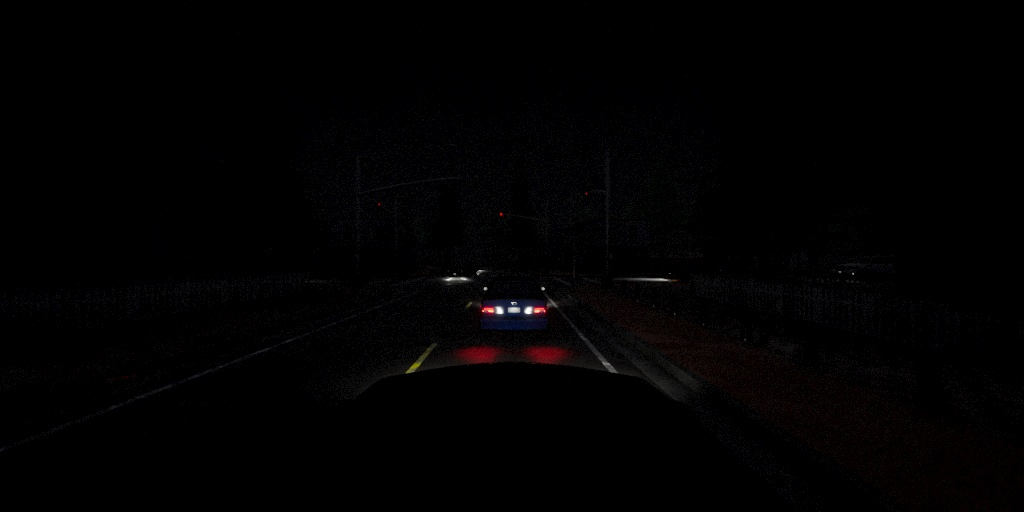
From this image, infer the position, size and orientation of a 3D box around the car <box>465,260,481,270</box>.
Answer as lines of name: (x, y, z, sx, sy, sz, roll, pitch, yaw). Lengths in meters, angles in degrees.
car: (-5.612, 1.279, 51.105, 1.994, 1.385, 4.181, 0, 0, -11)

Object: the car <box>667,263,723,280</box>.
car: (15.324, 1.299, 30.211, 4.181, 1.385, 1.994, 0, 0, 2)

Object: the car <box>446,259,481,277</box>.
car: (-4.755, 1.268, 35.310, 2.033, 1.411, 5.357, 0, 0, 10)

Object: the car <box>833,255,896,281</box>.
car: (30.067, 0.948, 29.768, 5.566, 2.045, 2.150, -1, 0, 2)

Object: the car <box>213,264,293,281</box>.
car: (-19.833, 1.282, 27.549, 5.357, 1.411, 2.033, 0, 0, 2)

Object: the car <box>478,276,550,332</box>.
car: (0.065, 1.297, 10.800, 2.033, 1.411, 5.357, 0, 0, 0)
